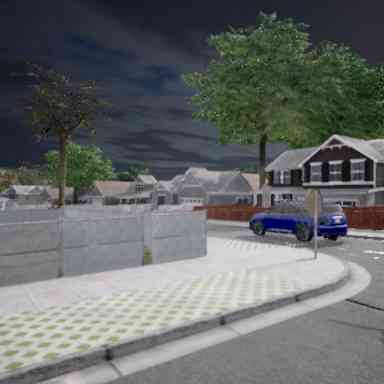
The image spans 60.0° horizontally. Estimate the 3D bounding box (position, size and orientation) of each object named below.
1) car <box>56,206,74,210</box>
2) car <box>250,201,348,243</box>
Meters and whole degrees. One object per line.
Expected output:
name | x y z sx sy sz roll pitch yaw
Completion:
car | -18.098 2.769 47.210 2.128 1.511 4.902 1 -2 -38
car | 5.467 1.510 17.735 2.150 2.045 5.566 0 -2 -29
